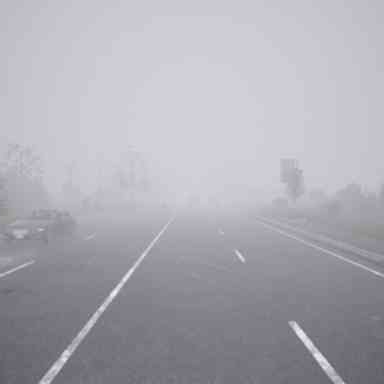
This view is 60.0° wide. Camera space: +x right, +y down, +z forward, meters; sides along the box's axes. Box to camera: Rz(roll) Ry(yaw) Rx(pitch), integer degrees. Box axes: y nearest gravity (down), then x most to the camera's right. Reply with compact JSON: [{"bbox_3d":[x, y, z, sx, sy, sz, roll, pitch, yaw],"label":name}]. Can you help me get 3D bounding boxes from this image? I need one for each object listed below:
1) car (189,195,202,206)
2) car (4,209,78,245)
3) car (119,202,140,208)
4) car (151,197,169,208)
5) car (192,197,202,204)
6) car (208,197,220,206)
[{"bbox_3d":[0.555,1.533,61.348,2.150,2.045,5.566,0,0,3],"label":"car"},{"bbox_3d":[-7.107,1.583,16.154,2.128,1.511,4.902,0,0,0],"label":"car"},{"bbox_3d":[-6.996,1.366,37.294,1.994,1.385,4.181,0,0,0],"label":"car"},{"bbox_3d":[-3.496,1.333,37.268,1.812,1.442,4.674,0,0,0],"label":"car"},{"bbox_3d":[1.117,1.831,72.076,2.033,1.411,5.357,0,0,4],"label":"car"},{"bbox_3d":[4.067,1.660,61.590,2.097,1.767,4.553,0,0,3],"label":"car"}]
